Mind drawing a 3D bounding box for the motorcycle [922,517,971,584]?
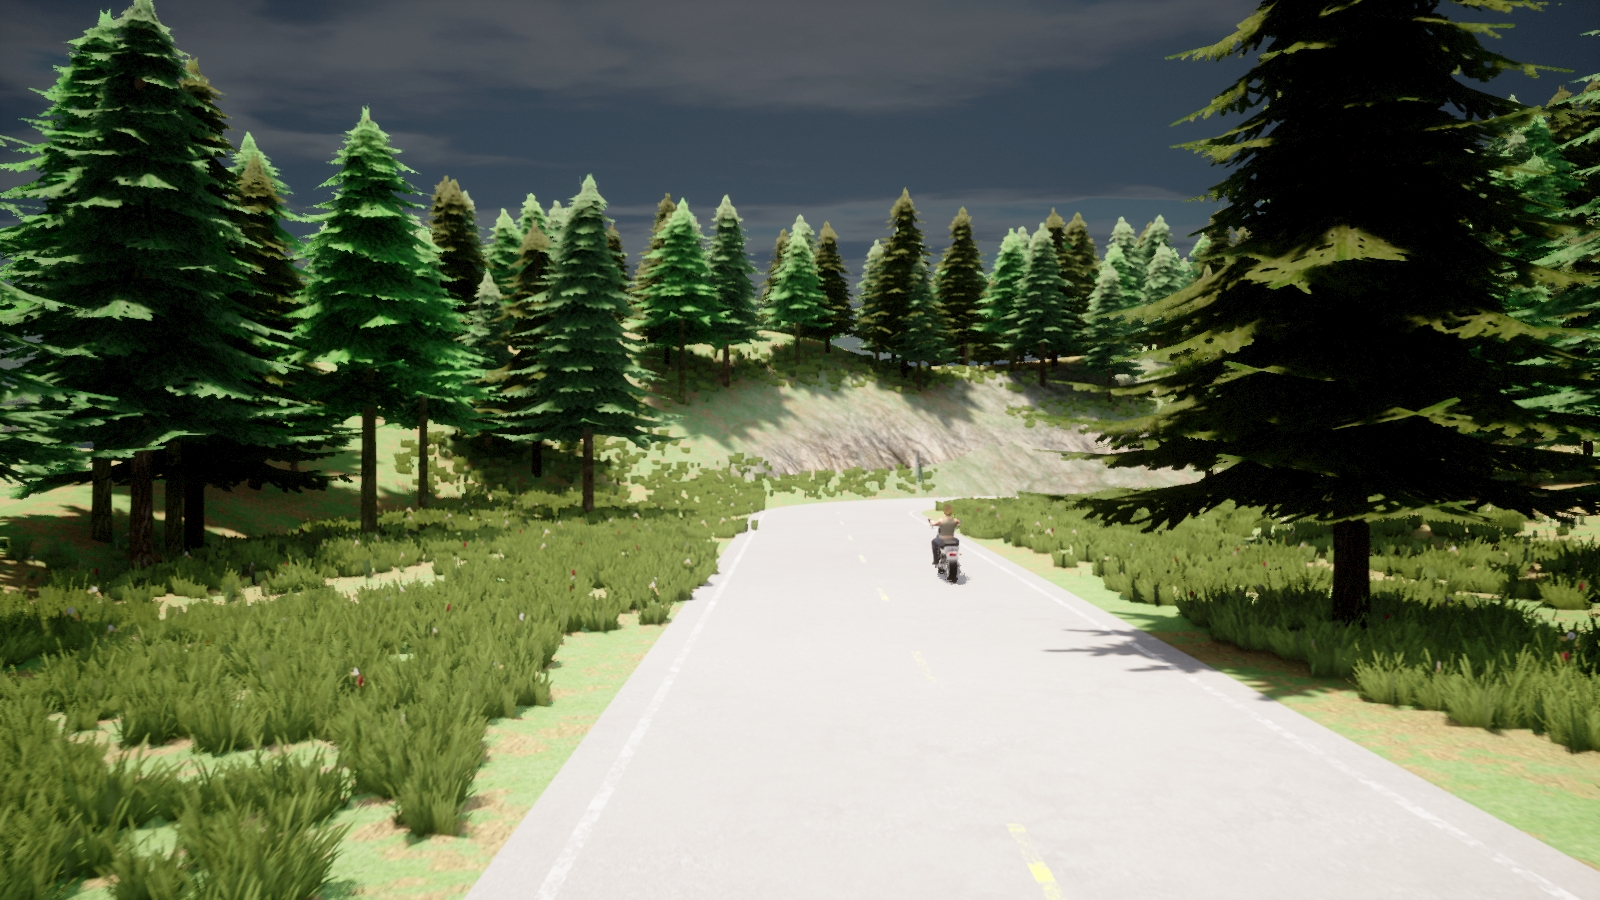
[{"bbox_3d":[3.193,2.171,25.062,0.764,1.277,2.356,0,0,0],"label":"motorcycle"}]
